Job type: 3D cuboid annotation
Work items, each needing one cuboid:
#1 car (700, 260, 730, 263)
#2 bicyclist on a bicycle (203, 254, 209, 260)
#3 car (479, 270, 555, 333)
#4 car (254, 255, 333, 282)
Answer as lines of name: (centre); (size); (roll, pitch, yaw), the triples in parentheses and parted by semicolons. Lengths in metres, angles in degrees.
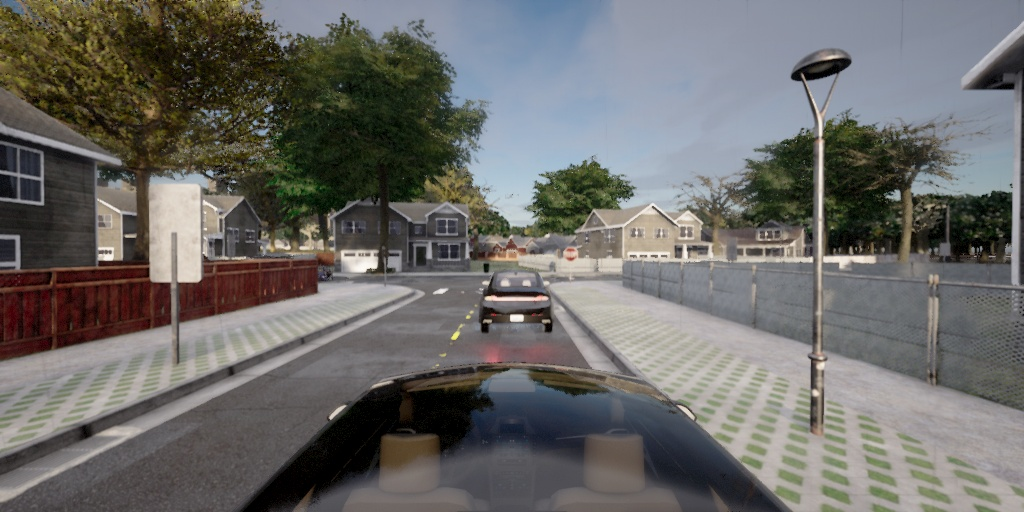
car: (16.167, 1.043, 28.096); (5.008, 1.535, 1.882); (0, 1, -12)
bicyclist on a bicycle: (-22.302, 0.645, 25.996); (0.582, 1.620, 1.656); (0, 1, -12)
car: (0.116, 1.156, 10.433); (2.128, 1.511, 4.902); (0, 1, 0)
car: (-13.471, 0.804, 21.822); (4.553, 1.767, 2.097); (0, 1, -12)
